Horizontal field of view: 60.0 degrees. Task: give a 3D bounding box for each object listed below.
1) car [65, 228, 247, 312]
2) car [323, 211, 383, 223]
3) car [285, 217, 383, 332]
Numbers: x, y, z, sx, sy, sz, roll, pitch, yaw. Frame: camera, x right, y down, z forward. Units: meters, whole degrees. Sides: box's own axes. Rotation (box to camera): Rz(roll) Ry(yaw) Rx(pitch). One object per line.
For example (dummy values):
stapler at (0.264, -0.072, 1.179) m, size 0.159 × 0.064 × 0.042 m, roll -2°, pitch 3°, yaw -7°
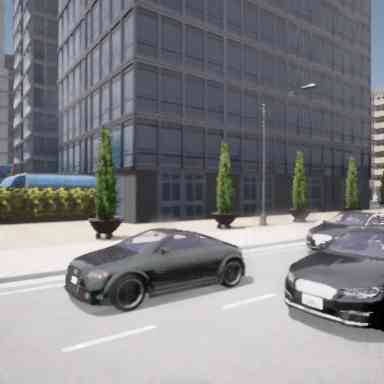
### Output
car at (-0.711, 1.566, 7.765) m, size 4.181 × 1.385 × 1.994 m, roll 0°, pitch 0°, yaw -35°
car at (6.419, 1.497, 12.842) m, size 4.902 × 1.511 × 2.128 m, roll 0°, pitch 0°, yaw -35°
car at (3.935, 1.495, 6.767) m, size 4.902 × 1.511 × 2.128 m, roll 0°, pitch 0°, yaw -35°
